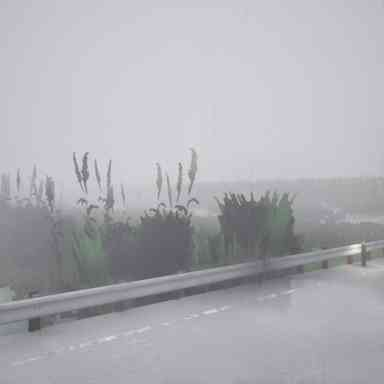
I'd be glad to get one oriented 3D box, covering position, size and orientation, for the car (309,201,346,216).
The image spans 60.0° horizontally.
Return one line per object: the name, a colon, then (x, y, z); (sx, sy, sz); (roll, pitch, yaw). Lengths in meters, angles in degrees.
car: (10.878, 1.574, 29.024); (2.097, 1.767, 4.553); (-1, 1, -43)
